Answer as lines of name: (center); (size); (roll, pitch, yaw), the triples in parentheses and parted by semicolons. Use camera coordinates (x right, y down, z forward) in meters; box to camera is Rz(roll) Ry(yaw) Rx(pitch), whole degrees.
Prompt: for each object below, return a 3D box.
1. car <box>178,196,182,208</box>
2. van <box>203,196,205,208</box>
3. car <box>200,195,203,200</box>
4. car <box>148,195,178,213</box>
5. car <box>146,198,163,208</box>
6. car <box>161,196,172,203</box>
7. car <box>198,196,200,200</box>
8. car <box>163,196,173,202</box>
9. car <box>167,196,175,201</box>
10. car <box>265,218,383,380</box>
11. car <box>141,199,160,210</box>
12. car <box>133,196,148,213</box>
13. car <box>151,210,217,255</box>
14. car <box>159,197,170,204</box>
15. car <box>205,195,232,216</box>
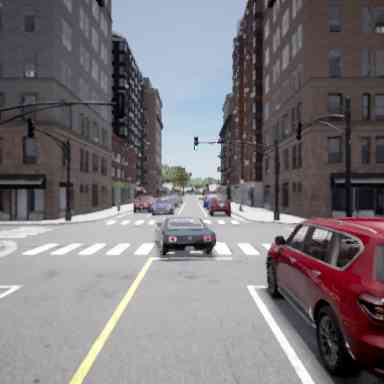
car: (-2.833, 1.557, 49.137); (1.837, 1.490, 4.892); (0, 0, 0)
van: (2.687, 1.386, 43.556); (1.690, 1.788, 3.998); (0, 0, 0)
car: (2.683, 1.366, 49.060); (2.192, 1.841, 5.009); (0, 0, 0)
car: (-2.848, 1.387, 33.199); (2.097, 1.767, 4.553); (0, 0, 0)
car: (-5.419, 1.602, 49.058); (2.008, 1.369, 4.403); (0, 0, 0)
car: (-5.412, 1.618, 71.073); (1.887, 1.381, 4.507); (0, 0, 0)
car: (2.643, 1.620, 93.261); (1.752, 1.417, 4.829); (0, 0, 0)
car: (-5.410, 1.629, 76.576); (2.008, 1.369, 4.403); (0, 0, 0)
car: (-5.407, 1.671, 87.584); (1.802, 1.307, 4.206); (0, 0, 0)
car: (2.637, 1.321, 5.493); (2.192, 1.841, 5.009); (0, 0, 0)
car: (-5.421, 1.611, 43.554); (1.947, 1.339, 4.313); (0, 0, 0)
car: (-5.422, 1.355, 38.051); (2.192, 1.841, 5.009); (0, 0, 0)
car: (-0.463, 1.614, 13.388); (1.895, 1.301, 4.718); (0, 0, -10)
car: (-5.414, 1.612, 65.569); (1.887, 1.381, 4.507); (0, 0, 0)
car: (2.697, 1.349, 32.549); (2.192, 1.841, 5.009); (0, 0, 0)
